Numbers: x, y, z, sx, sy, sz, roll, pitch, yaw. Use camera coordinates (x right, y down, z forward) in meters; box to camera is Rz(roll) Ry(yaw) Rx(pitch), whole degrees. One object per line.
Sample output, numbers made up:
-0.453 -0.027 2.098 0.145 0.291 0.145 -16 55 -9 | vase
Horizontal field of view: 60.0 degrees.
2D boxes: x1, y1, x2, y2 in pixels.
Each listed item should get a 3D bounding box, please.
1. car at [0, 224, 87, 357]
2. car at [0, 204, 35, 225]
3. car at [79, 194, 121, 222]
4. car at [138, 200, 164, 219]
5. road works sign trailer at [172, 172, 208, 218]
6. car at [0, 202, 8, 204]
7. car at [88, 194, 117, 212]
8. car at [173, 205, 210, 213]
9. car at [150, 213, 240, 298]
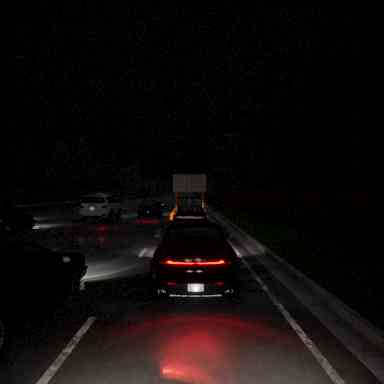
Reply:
-3.420 1.547 5.554 2.033 1.411 5.357 0 0 0 | car
-10.522 1.564 18.540 1.994 1.385 4.181 0 0 0 | car
-7.080 1.221 26.169 2.150 2.045 5.566 0 0 -1 | car
-3.612 1.478 29.641 1.882 1.535 5.008 0 0 0 | car
-0.171 0.464 22.763 2.380 3.560 2.880 0 0 -3 | road works sign trailer
-14.067 1.505 24.081 1.837 1.490 4.892 0 0 0 | car
-10.690 1.218 40.116 2.150 2.045 5.566 0 0 -1 | car
-0.049 1.488 18.892 2.128 1.511 4.902 0 0 1 | car
0.053 1.505 8.506 1.837 1.490 4.892 0 0 0 | car
